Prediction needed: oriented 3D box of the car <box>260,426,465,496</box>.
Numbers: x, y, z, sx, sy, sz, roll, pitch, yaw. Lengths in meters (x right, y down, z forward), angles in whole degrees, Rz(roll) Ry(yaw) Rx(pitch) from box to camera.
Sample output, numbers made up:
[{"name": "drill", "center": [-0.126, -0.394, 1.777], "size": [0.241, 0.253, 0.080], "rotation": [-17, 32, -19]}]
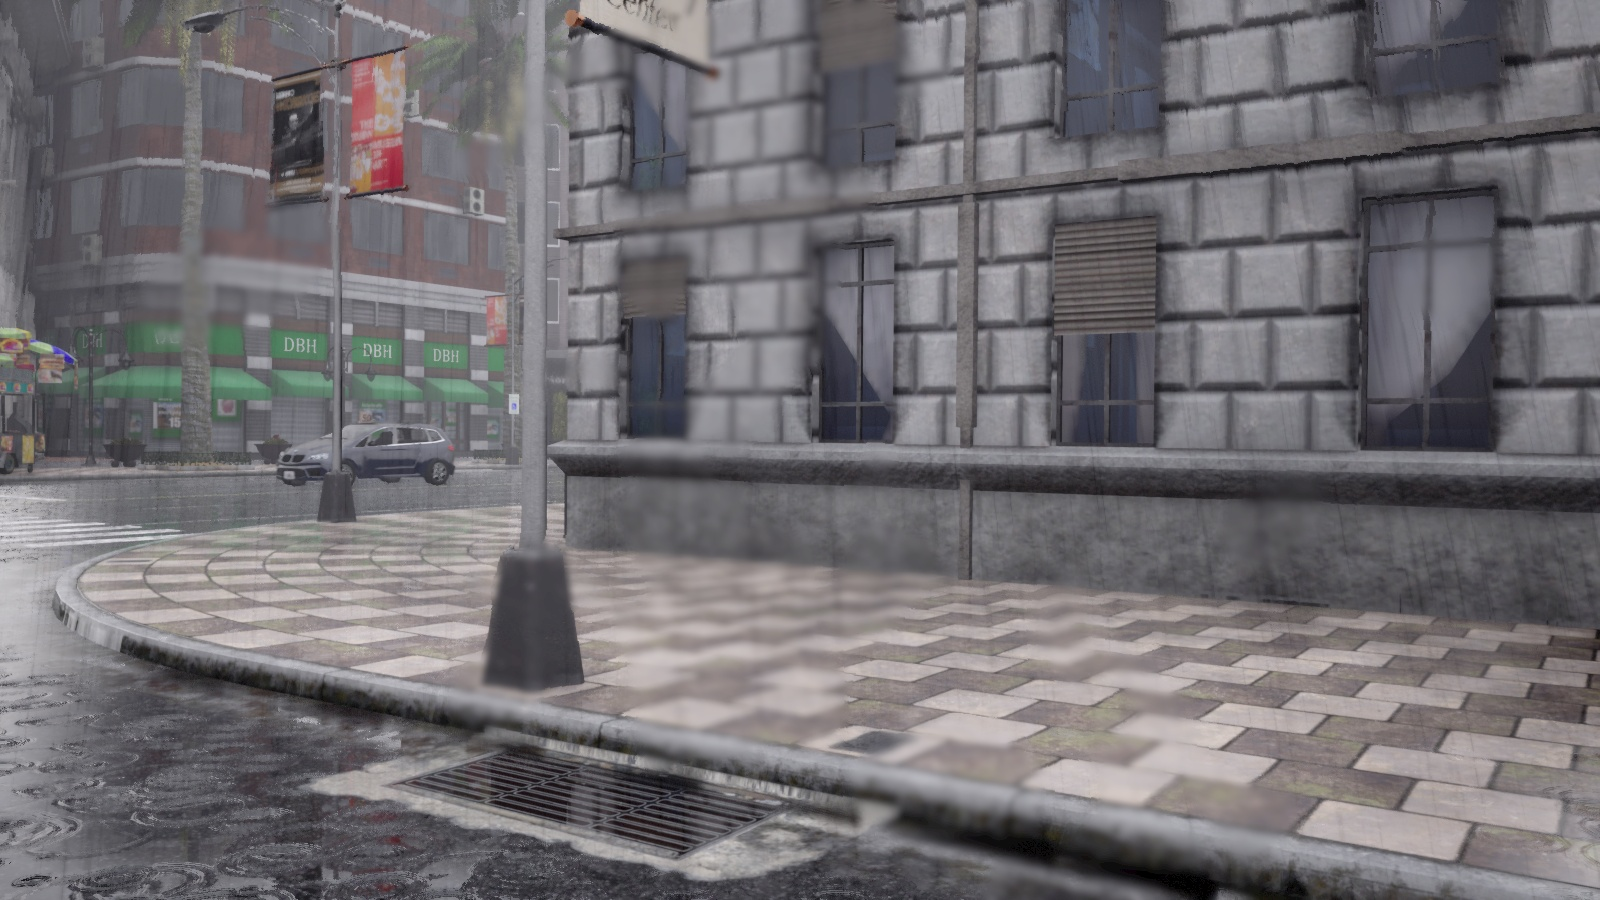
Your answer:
[{"name": "car", "center": [-11.286, 0.233, 32.700], "size": [2.242, 1.667, 4.611], "rotation": [0, 1, 34]}]
